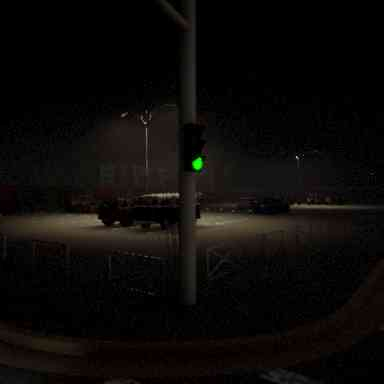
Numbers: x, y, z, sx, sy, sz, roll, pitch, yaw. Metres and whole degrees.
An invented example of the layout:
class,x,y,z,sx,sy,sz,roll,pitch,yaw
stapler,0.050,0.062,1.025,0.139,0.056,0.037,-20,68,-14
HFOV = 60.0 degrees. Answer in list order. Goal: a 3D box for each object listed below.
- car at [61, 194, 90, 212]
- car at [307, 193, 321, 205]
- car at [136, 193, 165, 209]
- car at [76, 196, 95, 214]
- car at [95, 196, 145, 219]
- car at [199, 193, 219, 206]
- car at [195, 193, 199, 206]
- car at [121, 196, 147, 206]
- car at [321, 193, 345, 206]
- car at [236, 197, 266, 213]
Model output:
class,x,y,z,sx,sy,sz,roll,pitch,yaw
car,-11.228,1.174,34.722,1.932,1.855,4.605,0,0,37
car,19.498,1.136,52.536,1.905,1.878,3.866,0,0,37
car,-6.707,1.160,50.124,1.932,1.855,4.605,0,0,37
car,-9.043,1.383,33.163,1.784,1.438,3.905,0,0,37
car,-6.719,1.414,31.437,1.970,1.475,3.806,0,0,37
car,3.720,1.144,64.204,1.905,1.878,3.866,0,0,37
car,1.402,1.384,65.939,1.970,1.475,3.806,0,0,37
car,-8.994,1.371,51.902,1.784,1.438,3.905,0,0,37
car,21.790,1.132,50.767,1.932,1.855,4.605,0,0,37
car,6.915,1.395,40.124,1.970,1.475,3.806,0,0,37
